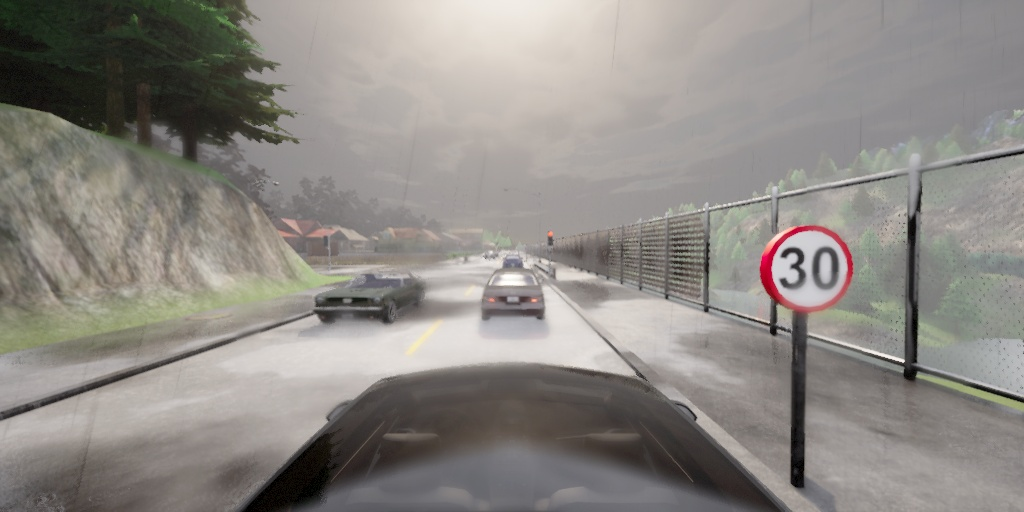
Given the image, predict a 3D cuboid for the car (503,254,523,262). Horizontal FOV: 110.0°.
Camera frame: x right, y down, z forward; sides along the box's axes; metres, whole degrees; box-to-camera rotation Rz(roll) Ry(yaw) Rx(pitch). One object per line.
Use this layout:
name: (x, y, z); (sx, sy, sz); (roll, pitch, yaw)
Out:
car: (0.075, 0.558, 34.773); (1.812, 1.442, 4.674); (0, 1, 0)

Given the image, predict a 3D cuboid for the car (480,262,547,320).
car: (0.046, 1.084, 11.510); (2.033, 1.411, 5.357); (0, 1, 0)

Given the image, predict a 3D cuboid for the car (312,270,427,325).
car: (-4.084, 1.146, 11.126); (1.895, 1.301, 4.718); (0, 1, 0)
